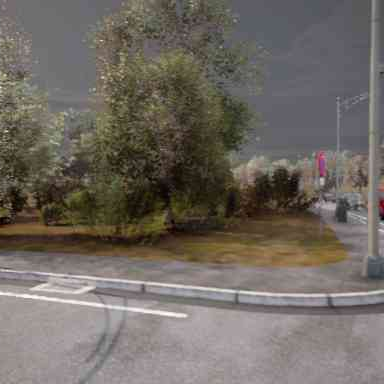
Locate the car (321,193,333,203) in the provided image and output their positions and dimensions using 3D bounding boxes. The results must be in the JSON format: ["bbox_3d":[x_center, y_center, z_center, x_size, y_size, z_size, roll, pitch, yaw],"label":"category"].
[{"bbox_3d":[20.933,0.961,52.678,1.837,1.490,4.892,0,0,-5],"label":"car"}]

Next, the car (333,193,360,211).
[{"bbox_3d":[15.711,0.875,32.496,2.097,1.767,4.553,0,0,10],"label":"car"}]

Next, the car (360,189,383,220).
[{"bbox_3d":[13.497,0.785,22.740,2.150,2.045,5.566,0,0,14],"label":"car"}]

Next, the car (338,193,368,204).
[{"bbox_3d":[24.482,0.939,50.819,2.128,1.511,4.902,0,0,-1],"label":"car"}]
